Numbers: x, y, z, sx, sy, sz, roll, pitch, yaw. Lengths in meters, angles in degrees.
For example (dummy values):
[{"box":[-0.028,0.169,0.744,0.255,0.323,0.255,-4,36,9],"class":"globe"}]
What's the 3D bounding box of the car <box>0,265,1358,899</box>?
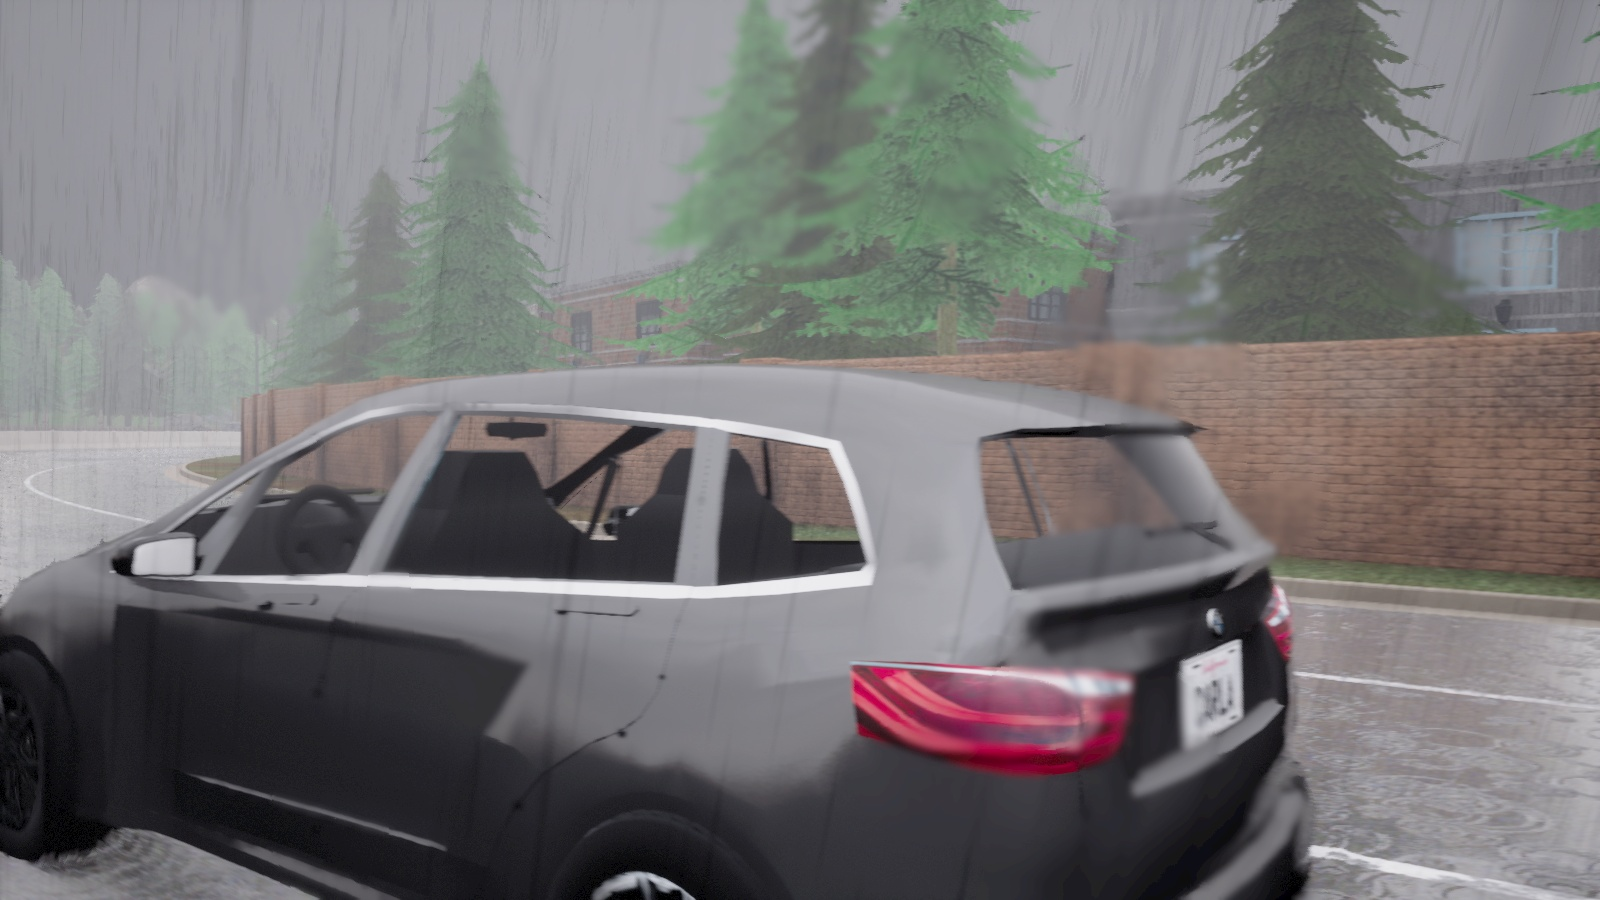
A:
[{"box":[-0.852,0.526,4.231,4.611,1.667,2.242,0,1,36],"class":"car"}]
